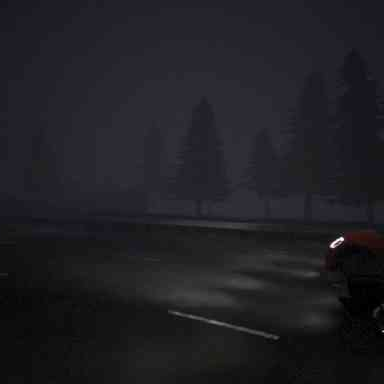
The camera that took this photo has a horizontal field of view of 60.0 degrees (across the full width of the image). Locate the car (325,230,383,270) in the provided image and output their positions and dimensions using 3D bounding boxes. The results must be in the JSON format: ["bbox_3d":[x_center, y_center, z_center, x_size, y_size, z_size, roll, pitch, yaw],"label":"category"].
[{"bbox_3d":[5.744,1.317,8.160,4.553,1.767,2.097,0,0,36],"label":"car"}]

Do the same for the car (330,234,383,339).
[{"bbox_3d":[4.716,1.581,4.702,4.718,1.301,1.895,0,0,36],"label":"car"}]
